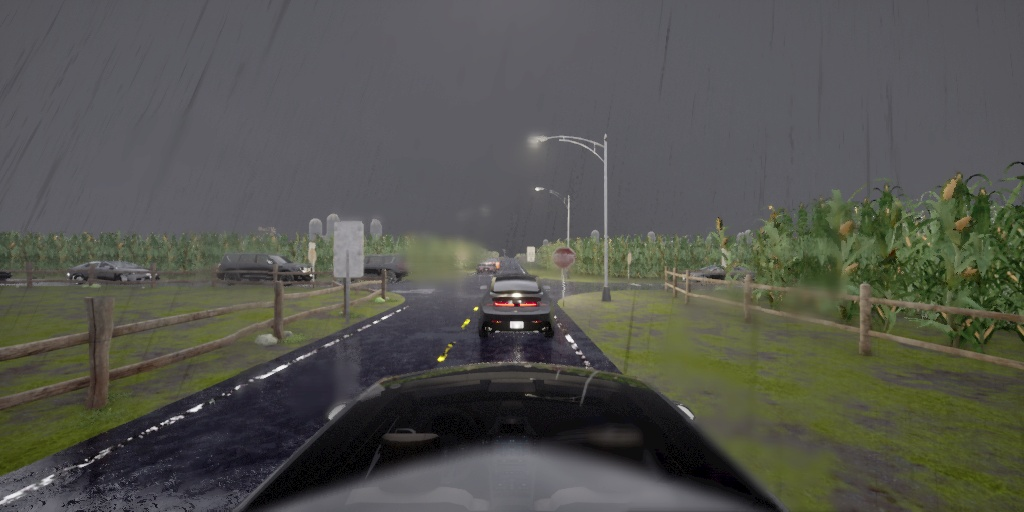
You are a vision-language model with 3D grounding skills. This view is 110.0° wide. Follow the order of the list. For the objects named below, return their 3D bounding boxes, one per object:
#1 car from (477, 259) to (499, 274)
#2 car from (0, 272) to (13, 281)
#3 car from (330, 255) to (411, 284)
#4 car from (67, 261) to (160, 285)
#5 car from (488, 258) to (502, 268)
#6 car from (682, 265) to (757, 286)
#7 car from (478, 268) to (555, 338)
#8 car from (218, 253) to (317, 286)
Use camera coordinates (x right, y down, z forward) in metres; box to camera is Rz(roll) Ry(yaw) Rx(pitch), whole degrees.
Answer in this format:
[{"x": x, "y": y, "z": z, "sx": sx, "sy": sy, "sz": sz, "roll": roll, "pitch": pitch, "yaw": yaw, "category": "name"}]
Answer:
[{"x": -2.802, "y": 1.301, "z": 40.891, "sx": 1.994, "sy": 1.385, "sz": 4.181, "roll": 0, "pitch": 0, "yaw": 0, "category": "car"}, {"x": -36.159, "y": 1.141, "z": 23.525, "sx": 4.718, "sy": 1.301, "sz": 1.895, "roll": 0, "pitch": -1, "yaw": 1, "category": "car"}, {"x": -10.223, "y": 0.929, "z": 26.180, "sx": 5.566, "sy": 2.045, "sz": 2.150, "roll": 0, "pitch": -1, "yaw": 1, "category": "car"}, {"x": -25.881, "y": 1.084, "z": 23.407, "sx": 4.902, "sy": 1.511, "sz": 2.128, "roll": 0, "pitch": -1, "yaw": 1, "category": "car"}, {"x": -2.777, "y": 1.082, "z": 50.981, "sx": 2.097, "sy": 1.767, "sz": 4.553, "roll": 0, "pitch": 0, "yaw": 0, "category": "car"}, {"x": 14.874, "y": 1.359, "z": 25.897, "sx": 4.902, "sy": 1.511, "sz": 2.128, "roll": 0, "pitch": -1, "yaw": 1, "category": "car"}, {"x": 0.108, "y": 1.255, "z": 10.248, "sx": 1.837, "sy": 1.490, "sz": 4.892, "roll": 0, "pitch": 0, "yaw": 0, "category": "car"}, {"x": -15.831, "y": 0.869, "z": 23.316, "sx": 5.566, "sy": 2.045, "sz": 2.150, "roll": 0, "pitch": -1, "yaw": 0, "category": "car"}]
